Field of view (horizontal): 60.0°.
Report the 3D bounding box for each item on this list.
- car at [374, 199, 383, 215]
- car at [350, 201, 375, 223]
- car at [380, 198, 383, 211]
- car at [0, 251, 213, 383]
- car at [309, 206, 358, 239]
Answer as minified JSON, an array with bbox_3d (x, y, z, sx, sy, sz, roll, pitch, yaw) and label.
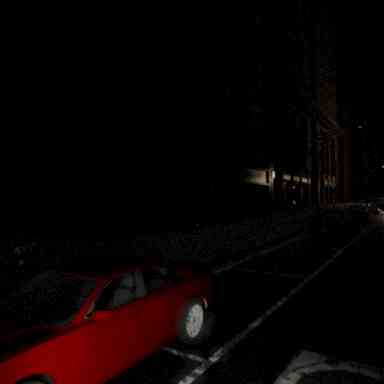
[{"bbox_3d":[20.004,1.798,37.406,1.752,1.417,4.829,0,0,33],"label":"car"},{"bbox_3d":[13.967,1.769,28.117,2.008,1.369,4.403,0,0,33],"label":"car"},{"bbox_3d":[26.227,1.907,46.981,1.802,1.307,4.206,0,0,33],"label":"car"},{"bbox_3d":[-1.359,1.611,4.538,1.887,1.381,4.507,0,0,33],"label":"car"},{"bbox_3d":[7.837,1.704,18.686,1.887,1.381,4.507,0,0,33],"label":"car"}]
